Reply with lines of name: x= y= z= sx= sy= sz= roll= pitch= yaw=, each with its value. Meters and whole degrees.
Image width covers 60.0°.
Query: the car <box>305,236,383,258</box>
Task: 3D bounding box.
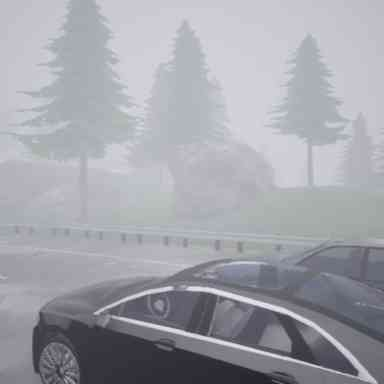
car: x=3.015 y=1.536 z=5.930 sx=5.357 sy=1.411 sz=2.033 roll=0 pitch=0 yaw=34

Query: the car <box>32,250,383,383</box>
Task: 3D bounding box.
car: x=0.309 y=1.493 z=3.432 sx=4.902 sy=1.511 sz=2.128 roll=0 pitch=0 yaw=34
